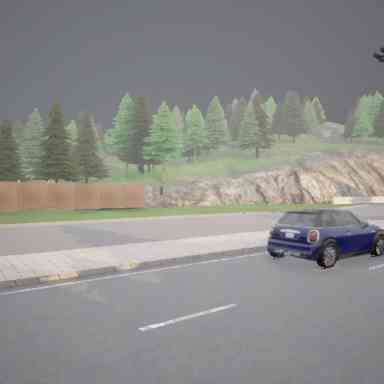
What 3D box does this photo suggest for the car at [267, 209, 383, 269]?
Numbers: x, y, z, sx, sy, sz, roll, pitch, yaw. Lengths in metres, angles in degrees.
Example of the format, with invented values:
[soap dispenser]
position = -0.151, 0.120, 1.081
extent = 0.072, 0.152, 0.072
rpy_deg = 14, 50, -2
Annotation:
[car]
position = 4.719, 1.351, 11.411
extent = 4.553, 1.767, 2.097
rpy_deg = 0, 0, -36
